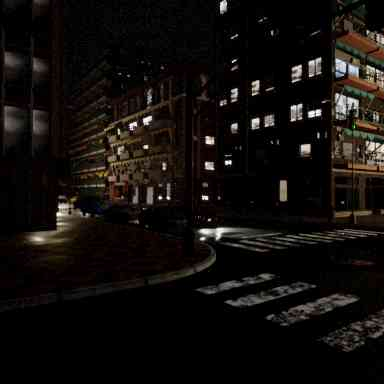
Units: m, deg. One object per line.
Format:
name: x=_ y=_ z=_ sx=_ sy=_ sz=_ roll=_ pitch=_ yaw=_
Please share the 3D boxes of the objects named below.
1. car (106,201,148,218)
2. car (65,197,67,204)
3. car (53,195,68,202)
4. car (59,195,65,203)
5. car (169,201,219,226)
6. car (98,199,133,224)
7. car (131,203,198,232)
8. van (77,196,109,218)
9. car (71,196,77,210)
car: x=-5.996 y=1.538 z=30.125 sx=1.895 sy=1.301 sz=4.718 roll=0 pitch=0 yaw=-36
car: x=-21.493 y=1.447 z=61.607 sx=1.752 sy=1.417 sz=4.829 roll=0 pitch=0 yaw=-36
car: x=-28.005 y=1.360 z=70.667 sx=1.967 sy=1.590 sz=4.097 roll=0 pitch=0 yaw=-36
car: x=-24.450 y=1.456 z=61.263 sx=2.033 sy=1.411 sz=5.357 roll=0 pitch=0 yaw=-35
car: x=-0.096 y=1.518 z=21.910 sx=1.994 sy=1.385 sz=4.181 roll=0 pitch=0 yaw=-36
car: x=-4.959 y=1.459 z=24.248 sx=1.752 sy=1.417 sz=4.829 roll=0 pitch=0 yaw=-36
car: x=-1.753 y=1.526 z=19.787 sx=1.802 sy=1.307 sz=4.206 roll=0 pitch=0 yaw=-36
van: x=-8.363 y=1.265 z=28.985 sx=1.690 sy=1.788 sz=3.998 roll=0 pitch=0 yaw=-36
car: x=-12.477 y=1.428 z=39.164 sx=1.837 sy=1.490 sz=4.892 roll=0 pitch=0 yaw=-35
